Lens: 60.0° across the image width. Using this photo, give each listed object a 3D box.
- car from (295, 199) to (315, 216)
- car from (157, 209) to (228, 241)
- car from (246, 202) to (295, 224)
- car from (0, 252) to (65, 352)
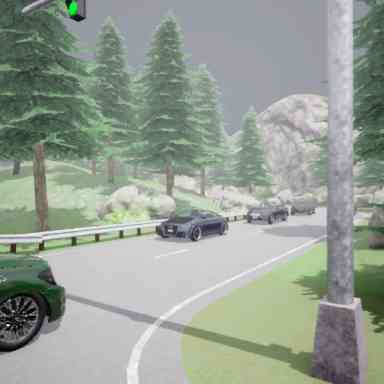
[{"bbox_3d":[11.285,1.523,33.613,1.837,1.490,4.892,0,0,27],"label":"car"},{"bbox_3d":[0.140,1.581,16.813,1.994,1.385,4.181,0,0,34],"label":"car"},{"bbox_3d":[5.744,1.509,25.028,2.128,1.511,4.902,0,0,34],"label":"car"},{"bbox_3d":[-4.323,1.342,3.877,2.150,2.045,5.566,0,-1,34],"label":"car"}]
